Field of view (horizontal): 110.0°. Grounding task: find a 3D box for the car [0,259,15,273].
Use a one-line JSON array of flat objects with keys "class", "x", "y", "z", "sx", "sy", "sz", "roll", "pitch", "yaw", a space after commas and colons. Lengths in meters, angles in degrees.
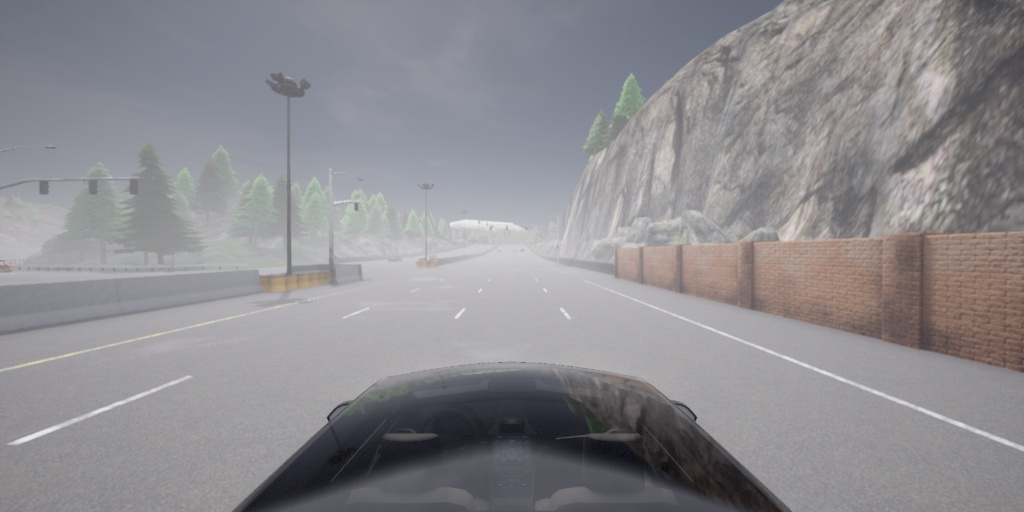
[{"class": "car", "x": -52.103, "y": 0.816, "z": 35.489, "sx": 4.553, "sy": 1.767, "sz": 2.097, "roll": 0, "pitch": 0, "yaw": 13}]
